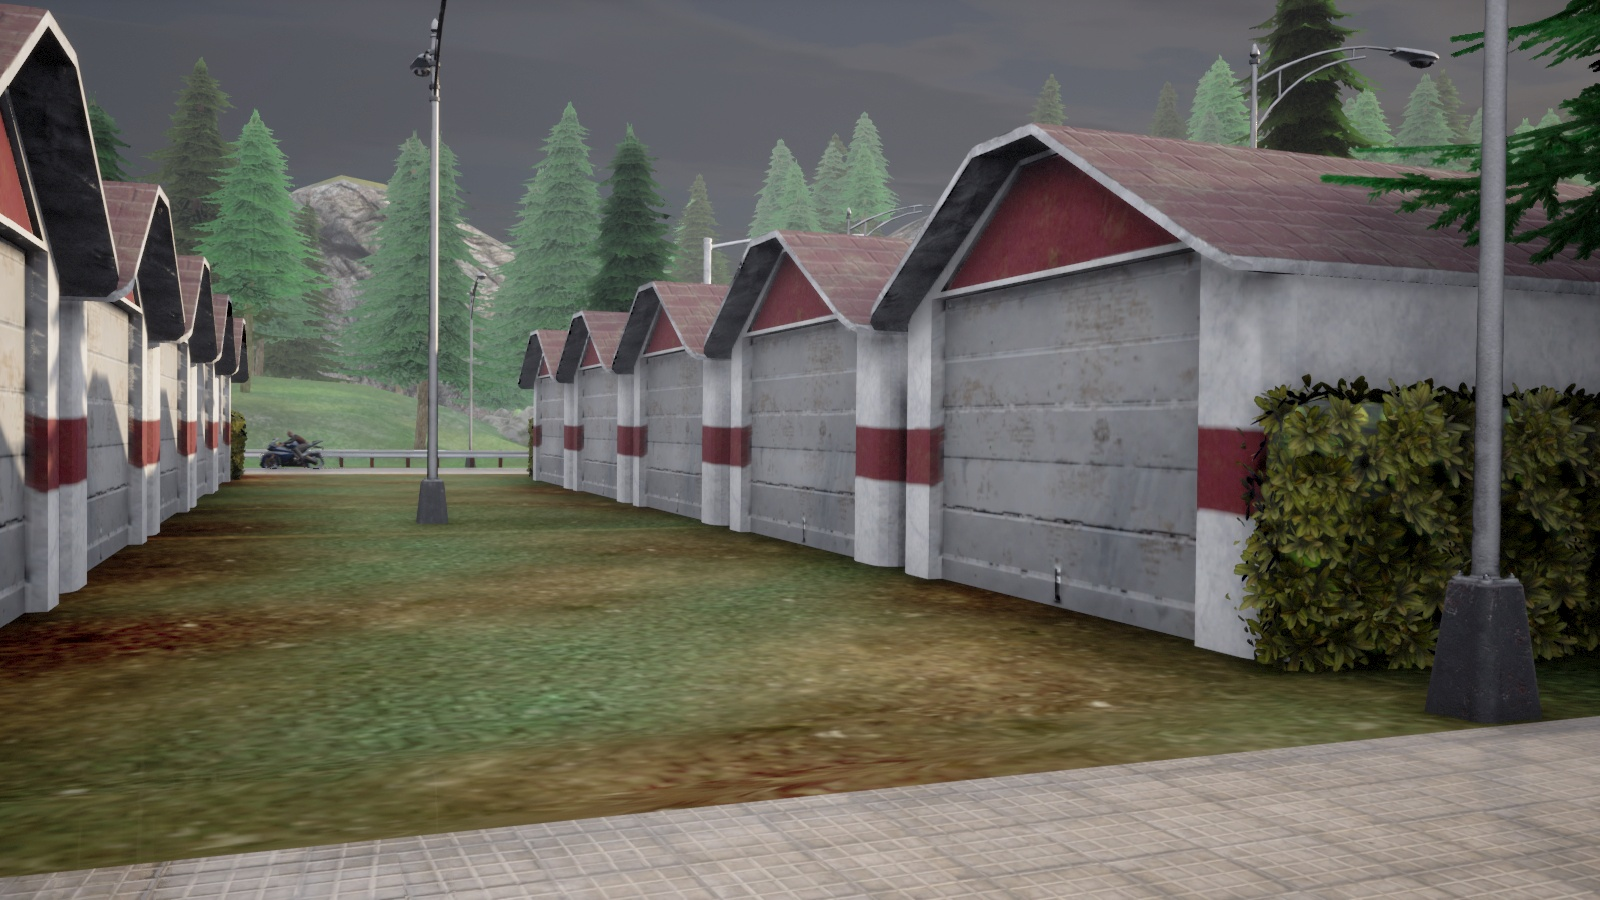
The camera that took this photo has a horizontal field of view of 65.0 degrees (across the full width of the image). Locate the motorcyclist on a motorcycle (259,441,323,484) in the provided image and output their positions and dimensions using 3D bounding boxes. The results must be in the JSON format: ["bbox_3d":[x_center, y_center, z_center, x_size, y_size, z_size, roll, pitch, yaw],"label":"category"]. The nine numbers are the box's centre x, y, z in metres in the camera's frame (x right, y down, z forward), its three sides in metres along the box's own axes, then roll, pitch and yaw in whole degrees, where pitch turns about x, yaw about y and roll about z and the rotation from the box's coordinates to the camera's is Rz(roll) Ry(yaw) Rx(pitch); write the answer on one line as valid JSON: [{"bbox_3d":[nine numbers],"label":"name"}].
[{"bbox_3d":[-19.021,0.451,46.980,2.191,1.530,0.866,-1,1,-21],"label":"motorcyclist on a motorcycle"}]
